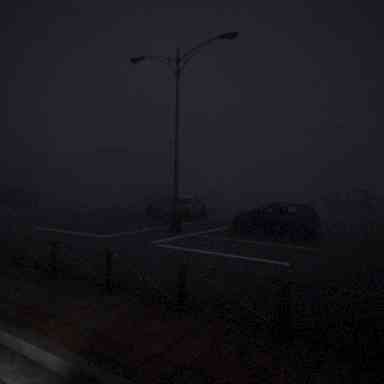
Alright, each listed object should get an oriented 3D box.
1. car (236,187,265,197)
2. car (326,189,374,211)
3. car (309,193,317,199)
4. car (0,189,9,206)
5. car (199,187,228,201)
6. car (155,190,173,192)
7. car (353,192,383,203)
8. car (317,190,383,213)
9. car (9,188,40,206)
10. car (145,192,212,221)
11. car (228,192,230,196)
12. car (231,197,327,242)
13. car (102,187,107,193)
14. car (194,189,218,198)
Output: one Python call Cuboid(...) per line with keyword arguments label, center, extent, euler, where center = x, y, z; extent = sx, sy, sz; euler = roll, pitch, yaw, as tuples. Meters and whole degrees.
Cuboid(label="car", center=(9.640, 0.187, 54.992), extent=(4.605, 1.855, 1.932), euler=(2, 1, 34))
Cuboid(label="car", center=(15.203, 0.716, 32.083), extent=(3.866, 1.878, 1.905), euler=(2, 1, 34))
Cuboid(label="car", center=(21.815, 0.599, 55.189), extent=(4.514, 1.523, 2.007), euler=(2, 1, 34))
Cuboid(label="car", center=(-18.164, 0.456, 28.568), extent=(4.514, 1.523, 2.007), euler=(2, 1, 34))
Cuboid(label="car", center=(2.109, 0.450, 45.046), extent=(4.514, 1.523, 2.007), euler=(2, 1, 34))
Cuboid(label="car", center=(-3.491, 0.535, 36.770), extent=(3.633, 1.501, 1.845), euler=(2, 1, 34))
Cuboid(label="car", center=(25.630, 0.738, 48.223), extent=(3.806, 1.475, 1.970), euler=(2, 1, 34))
Cuboid(label="car", center=(13.927, 0.765, 29.440), extent=(4.605, 1.855, 1.932), euler=(2, 1, 34))
Cuboid(label="car", center=(-16.461, 0.425, 31.202), extent=(5.027, 1.636, 2.152), euler=(2, 1, 34))
Cuboid(label="car", center=(-1.043, 0.959, 20.692), extent=(3.806, 1.475, 1.970), euler=(2, 1, 34))
Cuboid(label="car", center=(4.937, -0.057, 62.100), extent=(3.866, 1.878, 1.905), euler=(2, 1, 34))
Cuboid(label="car", center=(3.460, 1.158, 14.087), extent=(3.633, 1.501, 1.845), euler=(2, 1, 34))
Cuboid(label="car", center=(-23.001, -0.530, 81.486), extent=(2.242, 1.667, 4.611), euler=(2, 1, 34))
Cuboid(label="car", center=(2.573, 0.233, 59.685), extent=(3.806, 1.475, 1.970), euler=(2, 1, 34))
